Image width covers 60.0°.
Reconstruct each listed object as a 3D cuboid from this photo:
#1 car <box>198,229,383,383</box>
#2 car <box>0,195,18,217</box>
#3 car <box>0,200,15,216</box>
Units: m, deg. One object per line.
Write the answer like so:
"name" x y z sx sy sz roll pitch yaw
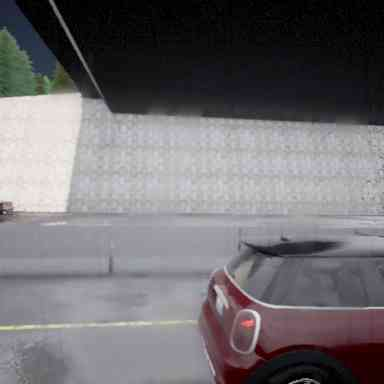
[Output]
"car" 2.420 1.339 3.993 4.553 1.767 2.097 1 1 -7
"car" -15.309 0.913 23.008 5.357 1.411 2.033 1 1 -8
"car" -13.627 0.950 19.703 4.892 1.490 1.837 1 1 -8
